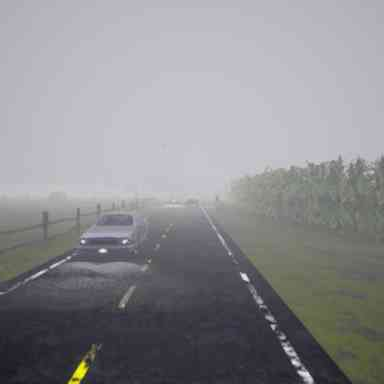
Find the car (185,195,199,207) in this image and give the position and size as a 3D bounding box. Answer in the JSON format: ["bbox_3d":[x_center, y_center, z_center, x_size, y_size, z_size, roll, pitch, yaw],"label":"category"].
[{"bbox_3d":[-0.001,1.323,47.351,2.128,1.511,4.902,0,0,0],"label":"car"}]

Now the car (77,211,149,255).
[{"bbox_3d":[-2.858,1.497,13.329,2.033,1.411,5.357,0,0,0],"label":"car"}]

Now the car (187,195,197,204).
[{"bbox_3d":[-0.026,1.262,61.336,1.882,1.535,5.008,0,0,0],"label":"car"}]

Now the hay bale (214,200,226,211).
[{"bbox_3d":[3.109,1.522,37.239,1.220,1.180,1.240,0,0,0],"label":"hay bale"}]

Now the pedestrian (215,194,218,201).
[{"bbox_3d":[2.808,1.167,38.337,0.375,1.860,0.375,0,0,-3],"label":"pedestrian"}]

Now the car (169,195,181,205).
[{"bbox_3d":[-2.827,1.295,55.434,2.128,1.511,4.902,0,0,0],"label":"car"}]
